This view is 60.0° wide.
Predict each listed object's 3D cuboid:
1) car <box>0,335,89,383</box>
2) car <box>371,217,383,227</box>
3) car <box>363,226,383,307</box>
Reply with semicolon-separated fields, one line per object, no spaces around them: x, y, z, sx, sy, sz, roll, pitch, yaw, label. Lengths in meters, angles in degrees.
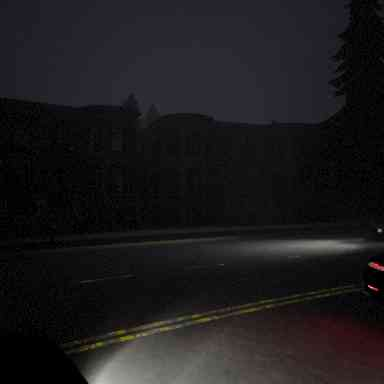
-3.091;1.547;1.378;5.357;1.411;2.033;0;0;-37;car
10.860;1.493;15.900;4.902;1.511;2.128;0;0;-18;car
5.450;1.492;6.209;4.902;1.511;2.128;0;0;-24;car
